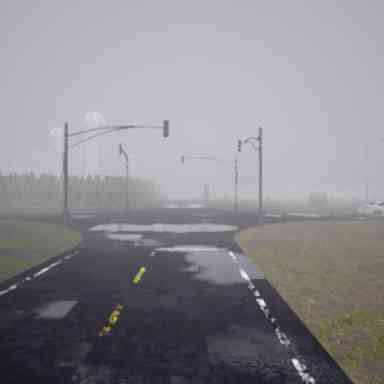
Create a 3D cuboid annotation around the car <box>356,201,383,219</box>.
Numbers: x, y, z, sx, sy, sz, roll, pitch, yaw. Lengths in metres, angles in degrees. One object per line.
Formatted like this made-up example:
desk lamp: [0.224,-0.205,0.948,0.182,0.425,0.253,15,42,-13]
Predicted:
car: [16.220,1.452,27.784,4.674,1.442,1.812,0,-1,-4]
